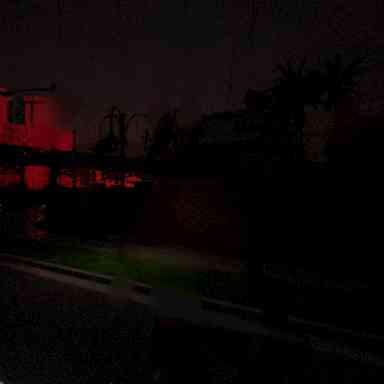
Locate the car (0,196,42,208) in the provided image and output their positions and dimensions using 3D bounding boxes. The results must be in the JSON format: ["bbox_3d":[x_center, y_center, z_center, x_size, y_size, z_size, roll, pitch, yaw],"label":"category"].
[{"bbox_3d":[-23.186,1.371,45.256,1.812,1.442,4.674,0,1,37],"label":"car"}]

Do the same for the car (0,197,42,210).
[{"bbox_3d":[-21.416,1.368,41.796,1.837,1.490,4.892,0,1,37],"label":"car"}]
